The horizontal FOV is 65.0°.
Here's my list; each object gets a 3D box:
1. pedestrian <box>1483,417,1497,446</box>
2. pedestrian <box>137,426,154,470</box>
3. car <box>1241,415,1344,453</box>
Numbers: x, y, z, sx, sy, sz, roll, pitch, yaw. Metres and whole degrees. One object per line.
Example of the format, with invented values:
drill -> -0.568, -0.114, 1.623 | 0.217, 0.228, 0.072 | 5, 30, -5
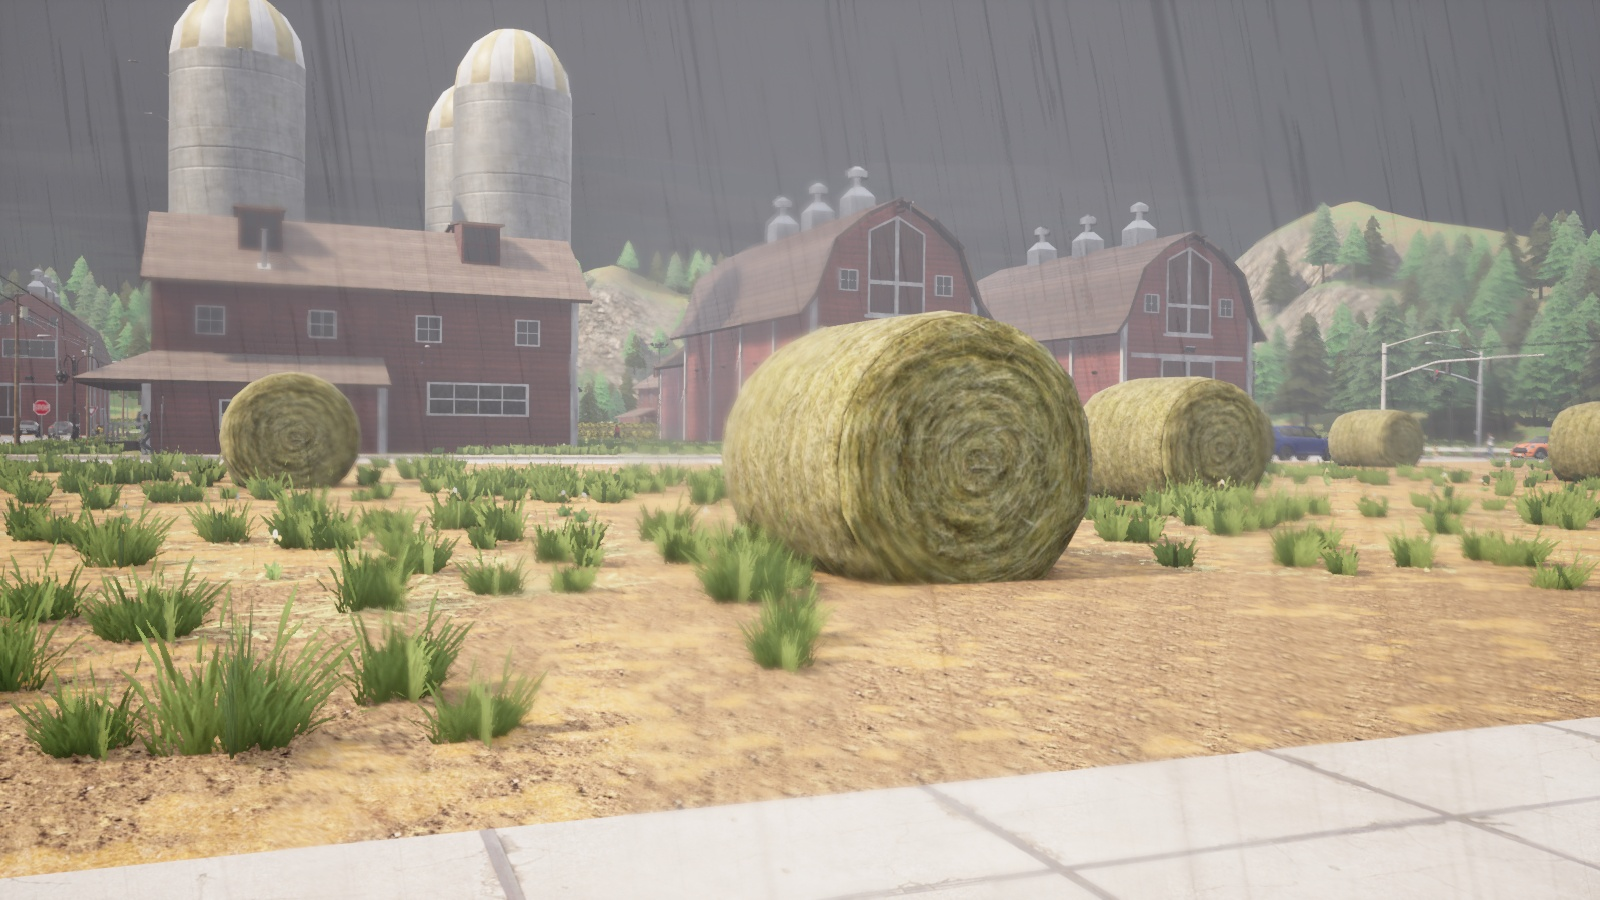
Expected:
pedestrian -> 44.939, -1.207, 81.760 | 0.354, 1.836, 0.706 | -1, 1, -28
pedestrian -> -27.620, -0.096, 53.006 | 0.614, 1.847, 0.353 | -1, 1, -27
car -> 27.678, -0.921, 70.505 | 5.566, 2.045, 2.150 | -1, 1, -25
